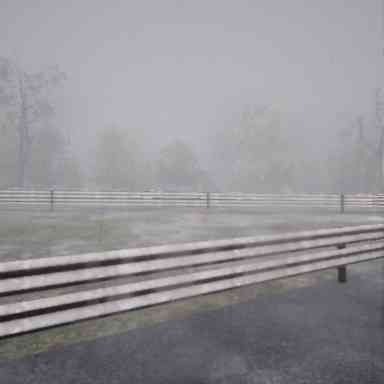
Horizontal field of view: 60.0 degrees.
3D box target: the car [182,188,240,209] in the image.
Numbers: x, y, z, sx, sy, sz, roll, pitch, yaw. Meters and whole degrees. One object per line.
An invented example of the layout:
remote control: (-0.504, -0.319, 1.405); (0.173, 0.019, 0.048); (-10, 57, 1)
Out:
car: (1.809, 0.454, 28.502); (4.553, 1.767, 2.097); (1, 0, -10)
